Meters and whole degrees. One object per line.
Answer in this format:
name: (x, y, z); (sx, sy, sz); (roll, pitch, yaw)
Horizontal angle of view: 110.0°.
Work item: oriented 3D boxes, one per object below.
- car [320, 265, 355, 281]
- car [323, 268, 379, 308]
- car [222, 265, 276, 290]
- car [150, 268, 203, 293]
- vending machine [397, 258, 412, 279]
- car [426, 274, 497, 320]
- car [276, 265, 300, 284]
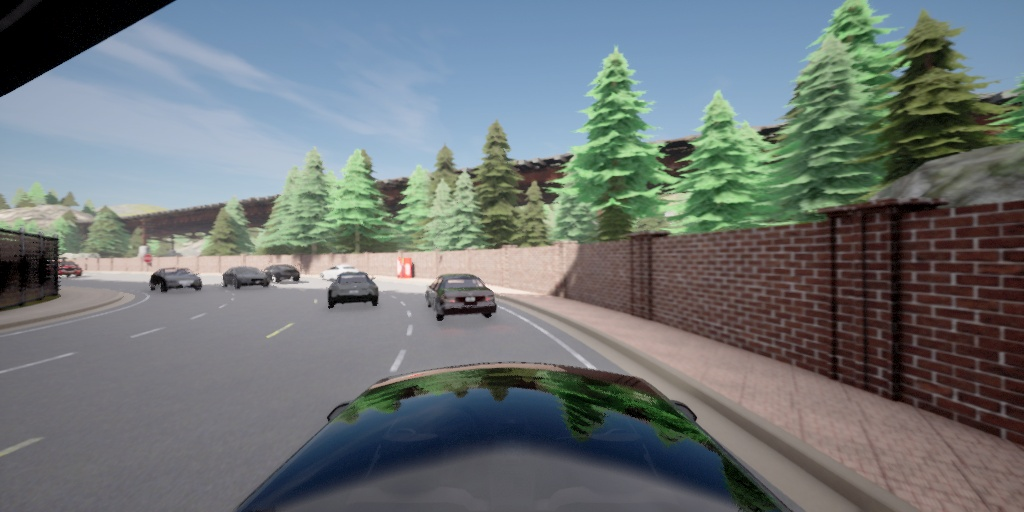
car: (-14.854, 1.503, 31.170); (4.674, 1.442, 1.812); (-1, 0, 39)
car: (-7.210, 1.425, 16.260); (1.994, 1.385, 4.181); (0, 0, -25)
car: (-18.671, 1.502, 25.132); (4.892, 1.490, 1.837); (-1, -1, 38)
car: (-21.647, 1.511, 23.094); (4.902, 1.511, 2.128); (-1, 0, 36)
vending machine: (-9.651, 1.126, 32.193); (0.880, 2.100, 1.100); (0, 0, 43)
car: (-2.018, 1.350, 13.030); (2.033, 1.411, 5.357); (0, 0, -18)
car: (-19.949, 1.529, 30.491); (4.892, 1.490, 1.837); (-1, -1, 32)
